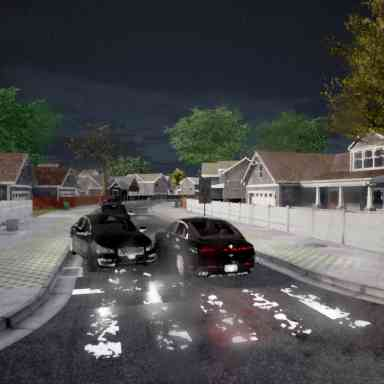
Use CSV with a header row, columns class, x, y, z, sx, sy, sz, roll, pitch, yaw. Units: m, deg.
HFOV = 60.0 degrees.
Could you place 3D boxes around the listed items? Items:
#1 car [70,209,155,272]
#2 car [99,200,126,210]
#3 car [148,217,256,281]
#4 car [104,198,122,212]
class,x,y,z,sx,sy,sz,roll,pitch,yaw
car,-2.805,1.503,11.028,1.837,1.490,4.892,0,-1,-29
car,-4.824,1.499,20.502,1.837,1.490,4.892,0,0,-15
car,0.150,1.510,10.056,1.837,1.490,4.892,0,0,-18
car,-9.368,1.523,39.798,1.812,1.442,4.674,0,0,-10
